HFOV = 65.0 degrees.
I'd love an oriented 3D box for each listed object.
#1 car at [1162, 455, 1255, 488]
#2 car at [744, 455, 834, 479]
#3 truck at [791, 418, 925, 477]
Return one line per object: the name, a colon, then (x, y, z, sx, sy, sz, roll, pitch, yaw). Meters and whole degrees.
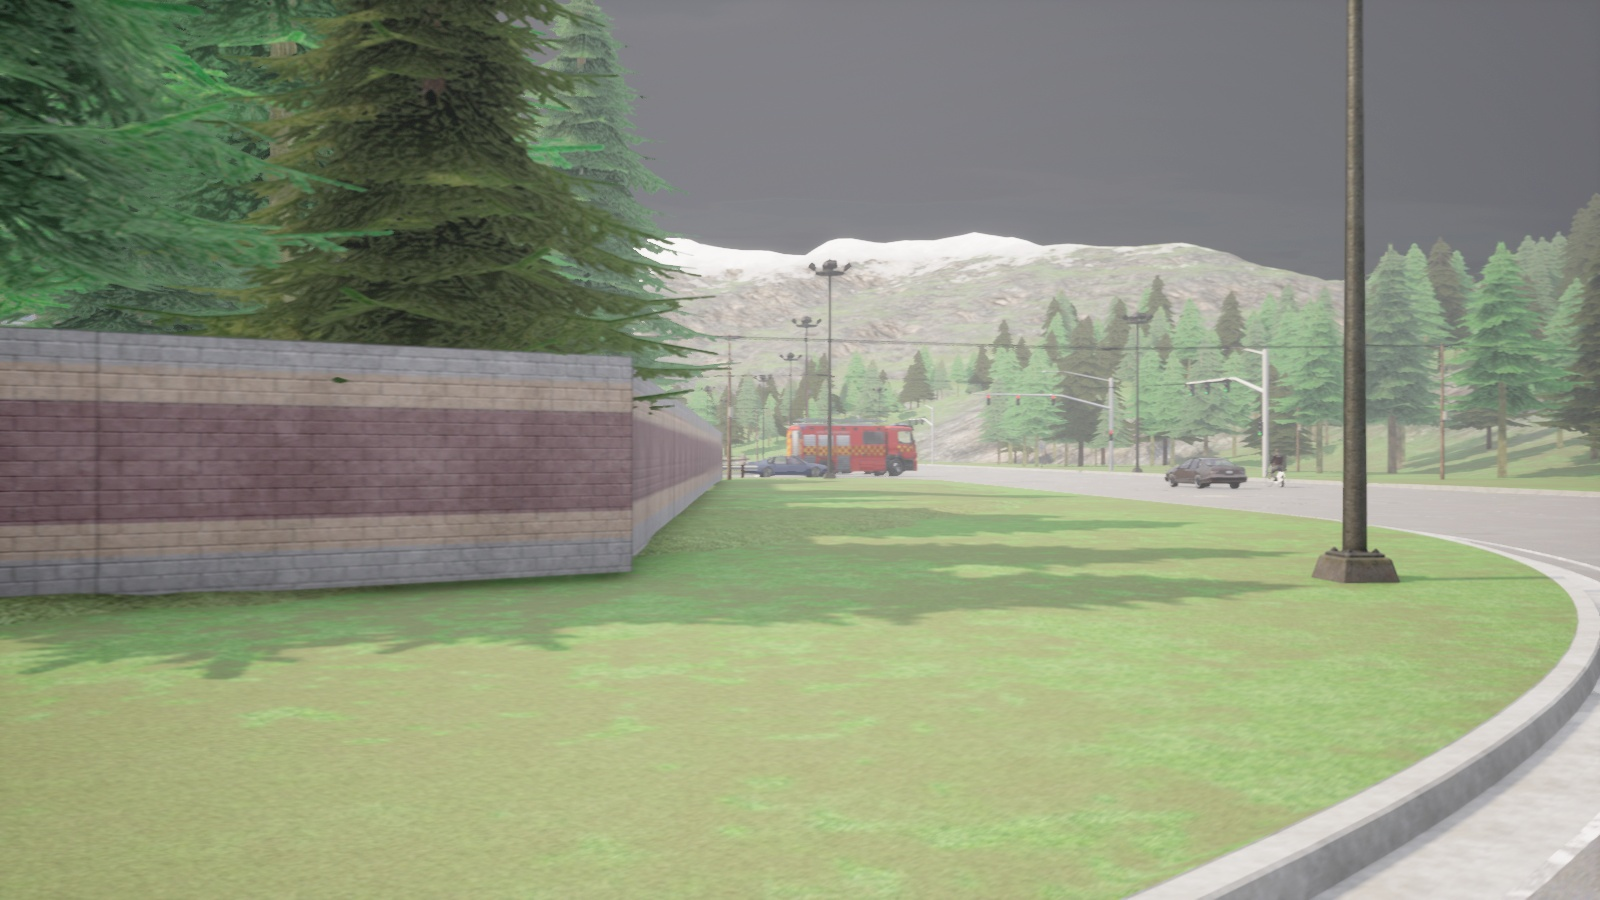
car: (18.182, 0.927, 56.184, 2.033, 1.411, 5.357, 0, 0, -5)
car: (-0.685, 1.049, 78.121, 5.357, 1.411, 2.033, 0, 0, -9)
truck: (3.873, -0.158, 83.432, 8.468, 3.827, 2.891, 0, 0, -21)
